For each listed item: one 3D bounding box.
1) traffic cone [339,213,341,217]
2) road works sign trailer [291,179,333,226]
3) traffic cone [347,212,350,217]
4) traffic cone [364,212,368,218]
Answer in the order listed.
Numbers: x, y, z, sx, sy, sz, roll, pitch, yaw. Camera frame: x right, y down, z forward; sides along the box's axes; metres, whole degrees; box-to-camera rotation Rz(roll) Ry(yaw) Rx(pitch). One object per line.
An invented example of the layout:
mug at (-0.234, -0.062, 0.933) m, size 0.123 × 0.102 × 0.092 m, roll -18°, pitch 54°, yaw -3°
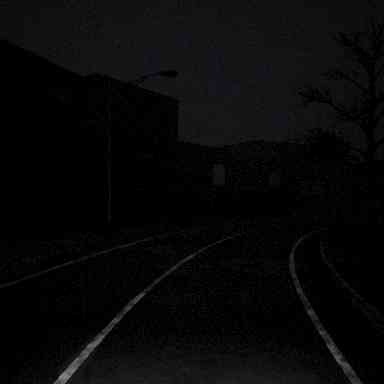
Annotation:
traffic cone at (15.299, 2.419, 34.273) m, size 0.340 × 0.580 × 0.340 m, roll 1°, pitch 0°, yaw -43°
road works sign trailer at (9.834, 0.760, 27.014) m, size 2.880 × 3.560 × 2.380 m, roll 2°, pitch 1°, yaw -44°
traffic cone at (16.772, 2.448, 35.626) m, size 0.340 × 0.580 × 0.340 m, roll 1°, pitch 0°, yaw -43°
traffic cone at (18.920, 2.483, 36.238) m, size 0.340 × 0.580 × 0.340 m, roll 0°, pitch 1°, yaw -43°
